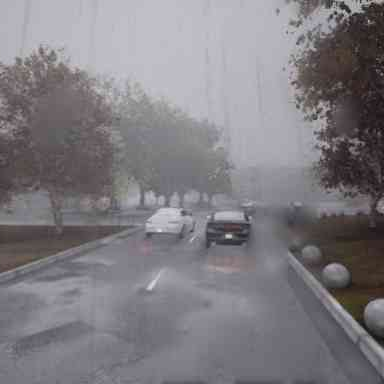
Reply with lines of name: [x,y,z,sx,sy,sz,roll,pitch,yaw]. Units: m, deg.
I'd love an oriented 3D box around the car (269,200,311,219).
car: [9.594,1.615,31.646,2.097,1.767,4.553,0,-1,40]

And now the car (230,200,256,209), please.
car: [9.196,2.205,60.449,1.812,1.442,4.674,1,-1,-43]

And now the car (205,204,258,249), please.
car: [1.645,1.492,14.692,1.882,1.535,5.008,0,0,7]

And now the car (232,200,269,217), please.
car: [6.203,1.759,32.577,1.837,1.490,4.892,-1,-1,39]

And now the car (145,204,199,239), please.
car: [-1.049,1.543,17.390,1.812,1.442,4.674,0,-1,10]

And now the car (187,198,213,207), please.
car: [1.822,2.225,62.461,4.181,1.385,1.994,0,-1,27]
